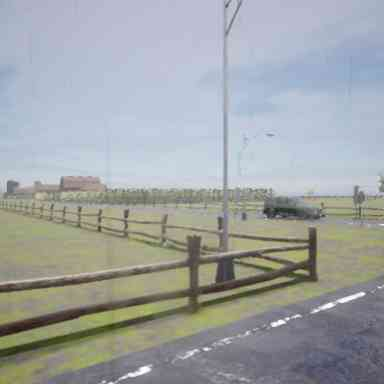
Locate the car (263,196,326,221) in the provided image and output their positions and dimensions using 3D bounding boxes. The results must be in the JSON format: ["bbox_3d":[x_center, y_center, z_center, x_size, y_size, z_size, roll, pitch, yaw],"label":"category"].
[{"bbox_3d":[8.726,1.450,28.947,2.150,2.045,5.566,1,1,-36],"label":"car"}]
